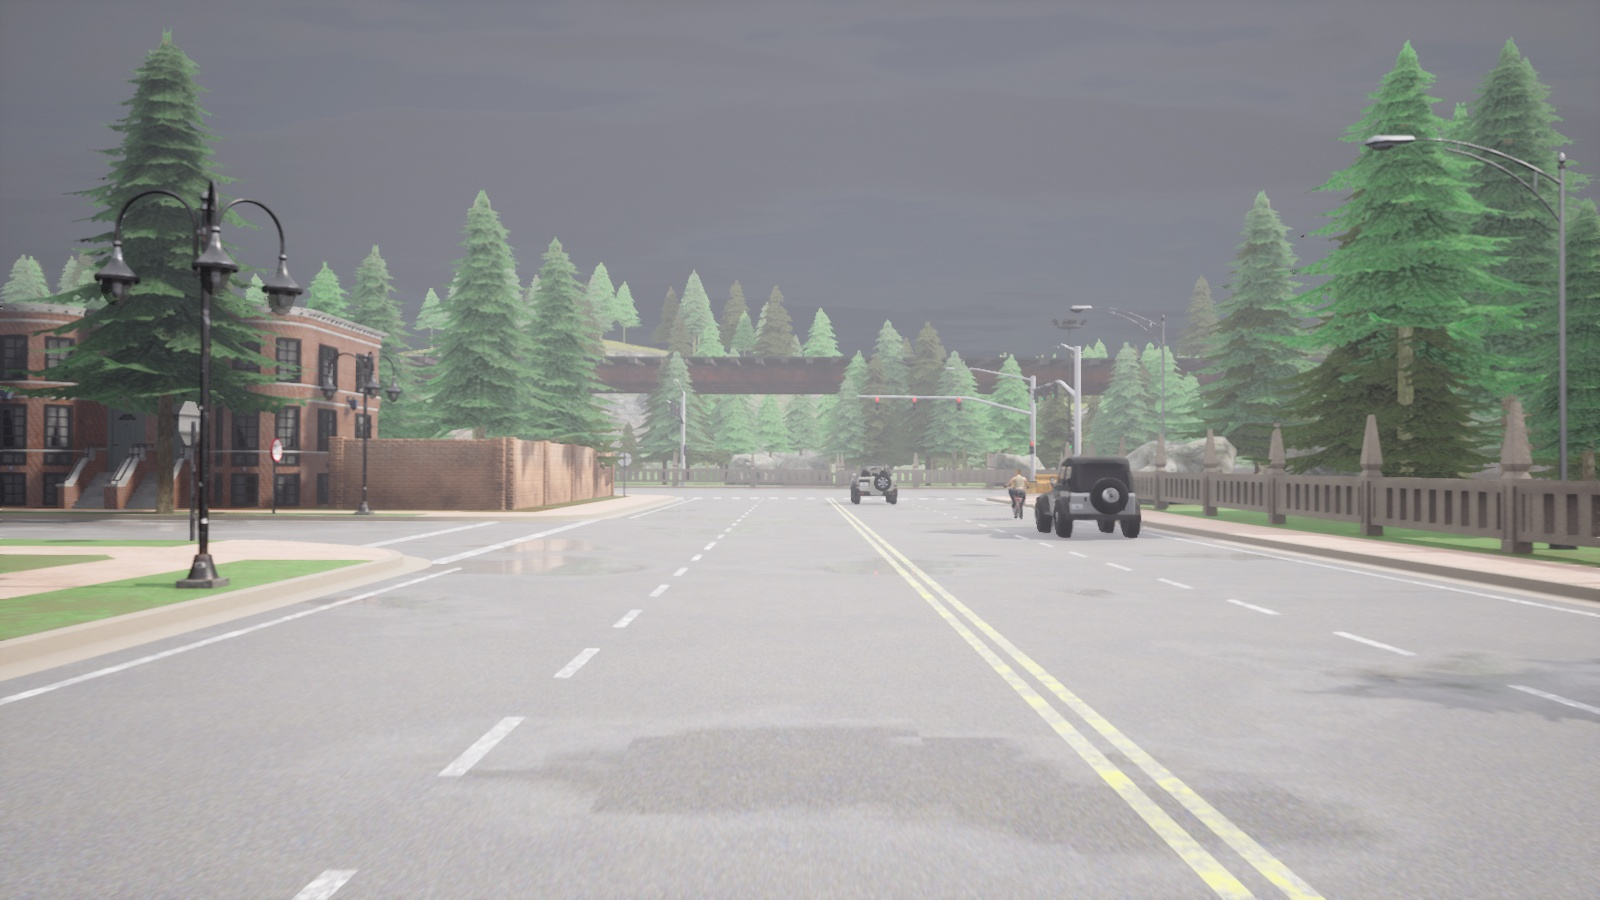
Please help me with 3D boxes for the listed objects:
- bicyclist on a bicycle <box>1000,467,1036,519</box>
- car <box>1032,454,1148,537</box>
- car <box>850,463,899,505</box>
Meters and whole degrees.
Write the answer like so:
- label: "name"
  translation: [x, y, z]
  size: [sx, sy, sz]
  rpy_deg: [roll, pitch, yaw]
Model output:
- label: "bicyclist on a bicycle"
  translation: [6.909, 1.347, 39.932]
  size: [0.866, 1.612, 1.509]
  rpy_deg: [0, -1, 0]
- label: "car"
  translation: [6.926, 1.057, 30.406]
  size: [1.905, 1.878, 3.866]
  rpy_deg: [0, -1, 0]
- label: "car"
  translation: [3.361, 1.517, 57.506]
  size: [1.932, 1.855, 4.605]
  rpy_deg: [0, -1, 0]
